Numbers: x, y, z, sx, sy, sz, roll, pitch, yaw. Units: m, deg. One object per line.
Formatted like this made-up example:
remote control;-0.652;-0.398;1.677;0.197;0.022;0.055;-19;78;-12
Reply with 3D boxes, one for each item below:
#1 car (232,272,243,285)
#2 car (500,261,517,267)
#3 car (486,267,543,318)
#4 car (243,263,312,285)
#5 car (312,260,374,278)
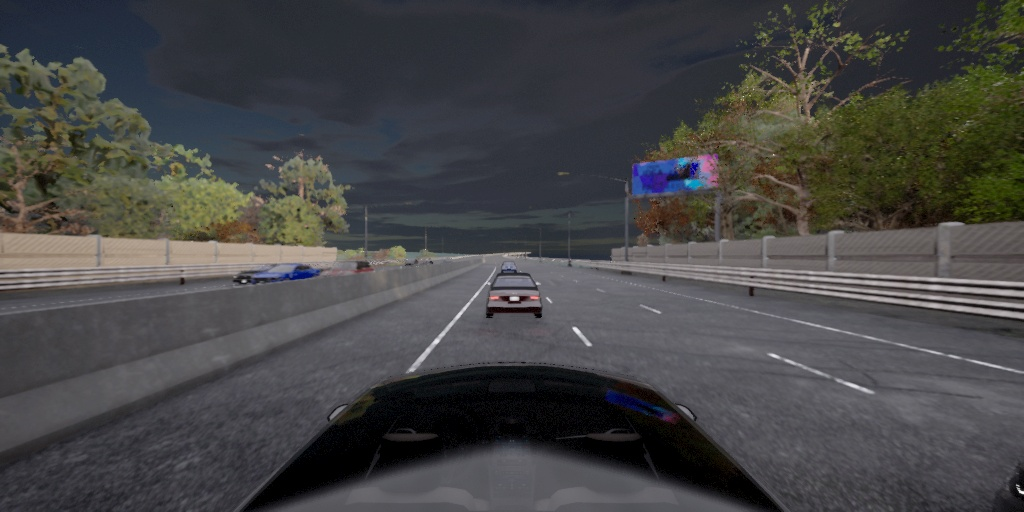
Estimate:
car;-17.789;1.297;26.409;2.033;1.411;5.357;0;0;-1
car;-0.380;1.283;42.037;2.033;1.411;5.357;0;0;-1
car;0.054;1.296;13.011;2.033;1.411;5.357;0;0;0
car;-14.244;1.227;22.898;1.882;1.535;5.008;0;0;-1
car;-10.753;1.101;23.653;2.097;1.767;4.553;0;0;-1
